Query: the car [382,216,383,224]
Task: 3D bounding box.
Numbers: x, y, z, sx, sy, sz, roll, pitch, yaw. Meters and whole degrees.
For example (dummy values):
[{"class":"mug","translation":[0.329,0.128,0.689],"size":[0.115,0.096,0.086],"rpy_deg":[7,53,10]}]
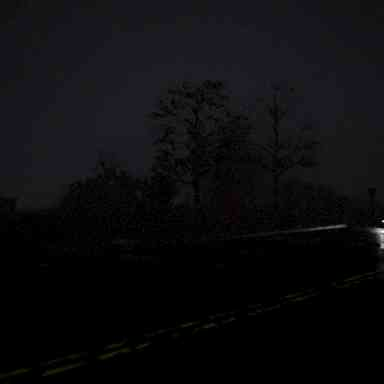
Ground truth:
[{"class":"car","translation":[14.791,1.631,22.613],"size":[4.892,1.490,1.837],"rpy_deg":[1,-1,-37]}]
